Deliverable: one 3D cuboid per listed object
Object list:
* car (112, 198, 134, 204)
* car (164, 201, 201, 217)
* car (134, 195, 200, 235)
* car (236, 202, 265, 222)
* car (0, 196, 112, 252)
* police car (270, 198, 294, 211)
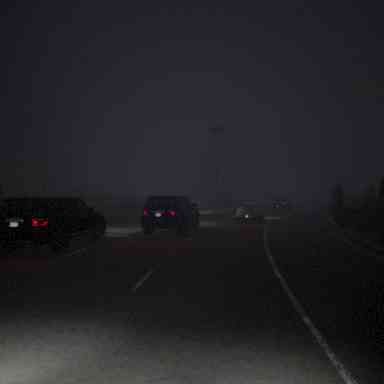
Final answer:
[{"bbox_3d":[-8.483,1.460,41.144,1.812,1.442,4.674,0,0,24],"label":"car"},{"bbox_3d":[-0.812,1.568,31.718,1.895,1.301,4.718,0,0,21],"label":"car"},{"bbox_3d":[-1.066,1.200,18.816,2.150,2.045,5.566,0,0,12],"label":"car"},{"bbox_3d":[4.655,1.515,26.142,1.812,1.442,4.674,0,0,18],"label":"car"},{"bbox_3d":[-5.580,1.191,13.899,2.150,2.045,5.566,0,0,9],"label":"car"},{"bbox_3d":[11.160,1.498,40.876,2.038,1.542,4.974,0,0,29],"label":"police car"}]
